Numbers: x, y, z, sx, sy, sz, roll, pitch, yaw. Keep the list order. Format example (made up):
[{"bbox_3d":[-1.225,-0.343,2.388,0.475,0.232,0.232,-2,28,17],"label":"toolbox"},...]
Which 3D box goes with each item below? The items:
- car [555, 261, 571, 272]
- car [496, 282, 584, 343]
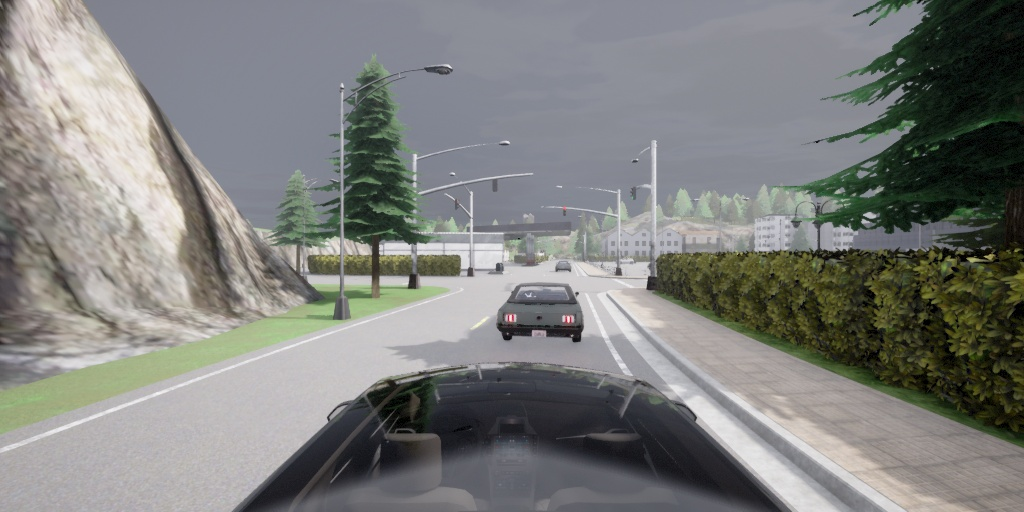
[{"bbox_3d":[6.568,1.314,45.827,1.994,1.385,4.181,0,0,9],"label":"car"},{"bbox_3d":[0.883,1.351,9.760,1.895,1.301,4.718,0,0,8],"label":"car"}]
